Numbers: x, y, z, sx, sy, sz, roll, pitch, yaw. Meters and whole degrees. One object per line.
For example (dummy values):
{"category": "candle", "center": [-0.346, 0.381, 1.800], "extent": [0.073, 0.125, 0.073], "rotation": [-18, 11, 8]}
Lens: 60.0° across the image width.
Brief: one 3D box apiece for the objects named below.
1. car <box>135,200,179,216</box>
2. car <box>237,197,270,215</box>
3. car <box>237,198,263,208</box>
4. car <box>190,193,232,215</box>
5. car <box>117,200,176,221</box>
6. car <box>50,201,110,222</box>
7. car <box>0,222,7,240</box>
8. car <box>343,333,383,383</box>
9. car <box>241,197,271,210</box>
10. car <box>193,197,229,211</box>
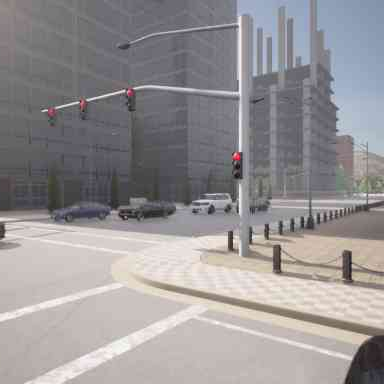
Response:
{"category": "car", "center": [-3.404, 1.508, 32.695], "extent": [1.994, 1.385, 4.181], "rotation": [0, 0, 36]}
{"category": "car", "center": [6.323, 1.449, 33.878], "extent": [1.837, 1.490, 4.892], "rotation": [0, 0, 36]}
{"category": "car", "center": [8.668, 1.545, 49.399], "extent": [1.895, 1.301, 4.718], "rotation": [0, 0, 36]}
{"category": "car", "center": [2.094, 1.166, 34.332], "extent": [2.150, 2.045, 5.566], "rotation": [0, 0, 36]}
{"category": "car", "center": [-3.615, 1.545, 26.417], "extent": [1.895, 1.301, 4.718], "rotation": [0, 0, 36]}
{"category": "car", "center": [-8.485, 1.470, 25.659], "extent": [1.812, 1.442, 4.674], "rotation": [0, 0, 38]}
{"category": "car", "center": [-10.230, 1.429, 13.252], "extent": [5.008, 1.535, 1.882], "rotation": [0, 1, -26]}
{"category": "car", "center": [3.017, 1.564, 1.816], "extent": [4.181, 1.385, 1.994], "rotation": [0, 0, 36]}
{"category": "car", "center": [8.361, 1.422, 43.012], "extent": [1.882, 1.535, 5.008], "rotation": [0, 0, 36]}
{"category": "car", "center": [2.405, 1.437, 40.749], "extent": [2.128, 1.511, 4.902], "rotation": [0, 0, 36]}
